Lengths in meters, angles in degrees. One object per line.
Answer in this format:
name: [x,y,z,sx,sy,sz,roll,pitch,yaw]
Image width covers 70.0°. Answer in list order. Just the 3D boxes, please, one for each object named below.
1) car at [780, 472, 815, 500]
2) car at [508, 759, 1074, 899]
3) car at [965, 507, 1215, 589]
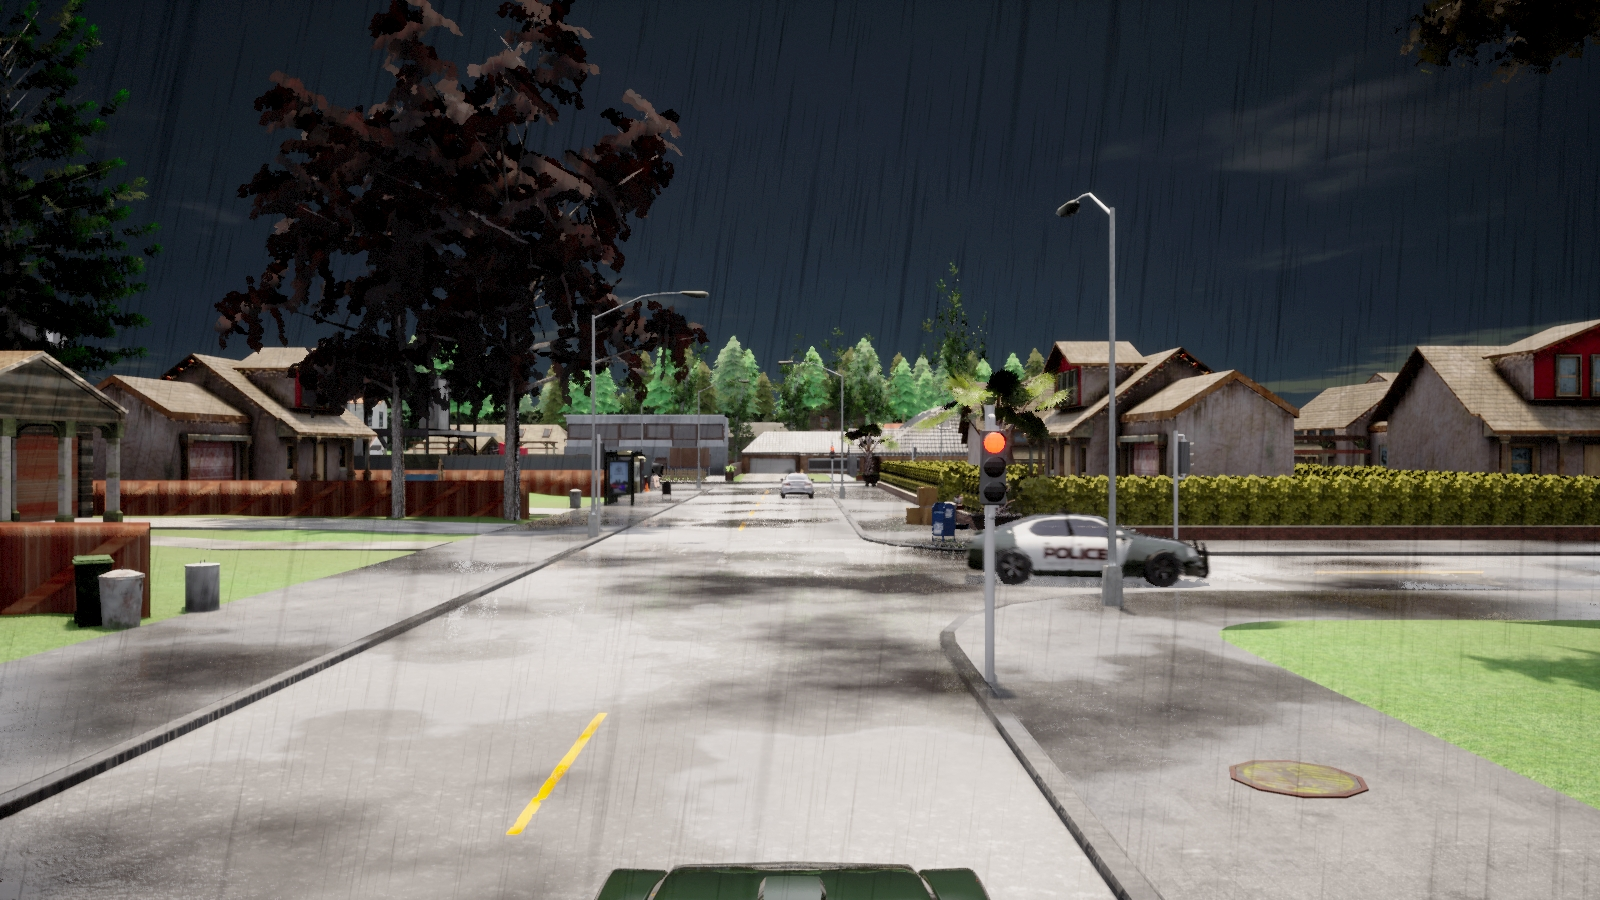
car: [-0.164,2.081,66.907,2.002,1.442,4.674,0,0,0]
car: [-0.028,2.155,3.193,1.895,1.301,4.718,0,0,0]
car: [6.037,2.038,24.336,4.974,1.542,2.038,0,0,8]
